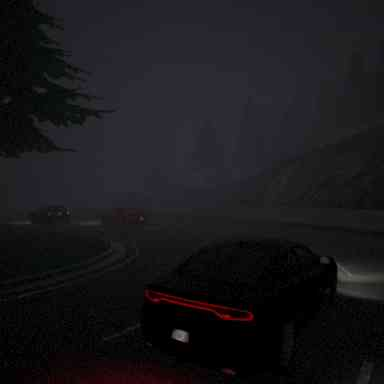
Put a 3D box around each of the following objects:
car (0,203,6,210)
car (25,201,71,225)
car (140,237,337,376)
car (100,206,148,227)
[{"bbox_3d":[-38.899,2.888,67.285,1.994,1.385,4.181,0,-1,-32],"label":"car"},{"bbox_3d":[-12.440,1.886,29.051,2.097,1.767,4.553,0,-1,-44],"label":"car"},{"bbox_3d":[1.245,1.552,5.975,1.882,1.535,5.008,0,0,34],"label":"car"},{"bbox_3d":[-5.637,1.915,27.192,5.008,1.535,1.882,-1,-1,45],"label":"car"}]
